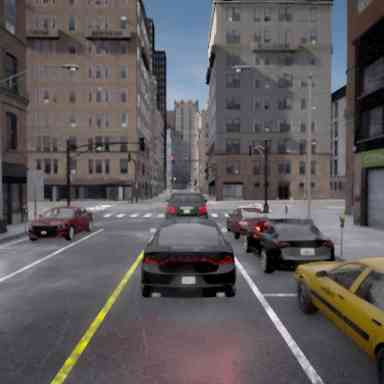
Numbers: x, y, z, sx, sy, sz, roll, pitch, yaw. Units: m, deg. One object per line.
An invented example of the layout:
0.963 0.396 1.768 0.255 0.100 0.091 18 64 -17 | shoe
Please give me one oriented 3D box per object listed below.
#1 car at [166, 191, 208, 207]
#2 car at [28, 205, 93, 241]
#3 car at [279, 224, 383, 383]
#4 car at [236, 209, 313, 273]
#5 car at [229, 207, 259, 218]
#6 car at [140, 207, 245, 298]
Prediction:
-0.291 0.970 18.424 2.150 2.045 5.566 0 1 -1 | car
-5.919 1.336 15.436 1.887 1.381 4.507 -1 1 -1 | car
2.802 1.461 4.576 1.752 1.417 4.829 -1 1 -1 | car
2.715 1.428 9.992 1.947 1.339 4.313 -1 1 -1 | car
2.626 1.368 15.577 1.802 1.307 4.206 -1 1 -1 | car
-0.082 1.364 8.298 1.882 1.535 5.008 0 1 -1 | car
